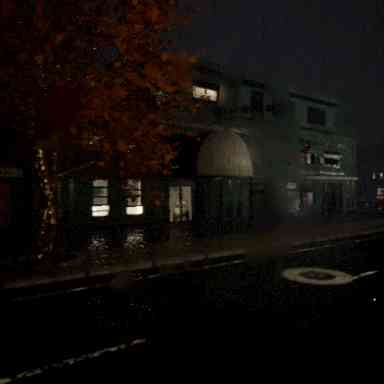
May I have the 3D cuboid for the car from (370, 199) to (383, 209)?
[{"bbox_3d":[26.294,1.695,43.507,1.947,1.339,4.313,-2,0,-36],"label":"car"}]

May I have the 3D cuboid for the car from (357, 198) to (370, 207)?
[{"bbox_3d":[28.237,1.673,55.259,2.008,1.369,4.403,-2,0,-36],"label":"car"}]
